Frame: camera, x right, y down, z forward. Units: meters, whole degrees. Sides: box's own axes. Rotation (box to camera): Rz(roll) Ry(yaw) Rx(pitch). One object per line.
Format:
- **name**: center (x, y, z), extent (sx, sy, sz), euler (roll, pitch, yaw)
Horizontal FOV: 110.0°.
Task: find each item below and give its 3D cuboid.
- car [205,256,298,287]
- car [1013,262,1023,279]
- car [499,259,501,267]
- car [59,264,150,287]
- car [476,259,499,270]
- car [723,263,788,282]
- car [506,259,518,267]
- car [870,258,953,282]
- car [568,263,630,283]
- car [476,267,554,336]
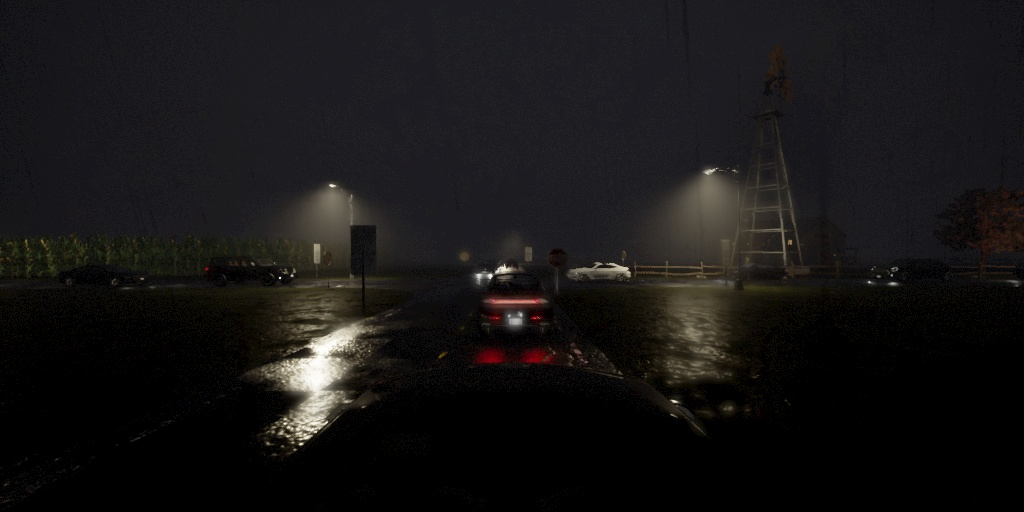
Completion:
- **car**: center (-18.155, 1.039, 25.087), extent (5.566, 2.045, 2.150), euler (0, 1, 0)
- **car**: center (41.197, 0.791, 26.610), extent (5.566, 2.045, 2.150), euler (0, 1, 3)
- **car**: center (-2.934, 1.217, 50.429), extent (1.837, 1.490, 4.892), euler (0, 0, 0)
- **car**: center (-28.406, 1.333, 25.091), extent (5.008, 1.535, 1.882), euler (0, 1, 0)
- **car**: center (-2.927, 1.287, 41.529), extent (1.994, 1.385, 4.181), euler (0, 0, 1)
- **car**: center (18.560, 1.212, 27.448), extent (4.181, 1.385, 1.994), euler (0, 1, 2)
- **car**: center (-0.002, 1.228, 57.801), extent (1.812, 1.442, 4.674), euler (0, 0, 0)
- **car**: center (30.027, 0.959, 27.081), extent (4.553, 1.767, 2.097), euler (0, 1, 2)
- **car**: center (6.562, 1.224, 27.086), extent (4.674, 1.442, 1.812), euler (0, 1, -8)
- **car**: center (0.094, 1.239, 10.367), extent (2.128, 1.511, 4.902), euler (0, 0, 0)
